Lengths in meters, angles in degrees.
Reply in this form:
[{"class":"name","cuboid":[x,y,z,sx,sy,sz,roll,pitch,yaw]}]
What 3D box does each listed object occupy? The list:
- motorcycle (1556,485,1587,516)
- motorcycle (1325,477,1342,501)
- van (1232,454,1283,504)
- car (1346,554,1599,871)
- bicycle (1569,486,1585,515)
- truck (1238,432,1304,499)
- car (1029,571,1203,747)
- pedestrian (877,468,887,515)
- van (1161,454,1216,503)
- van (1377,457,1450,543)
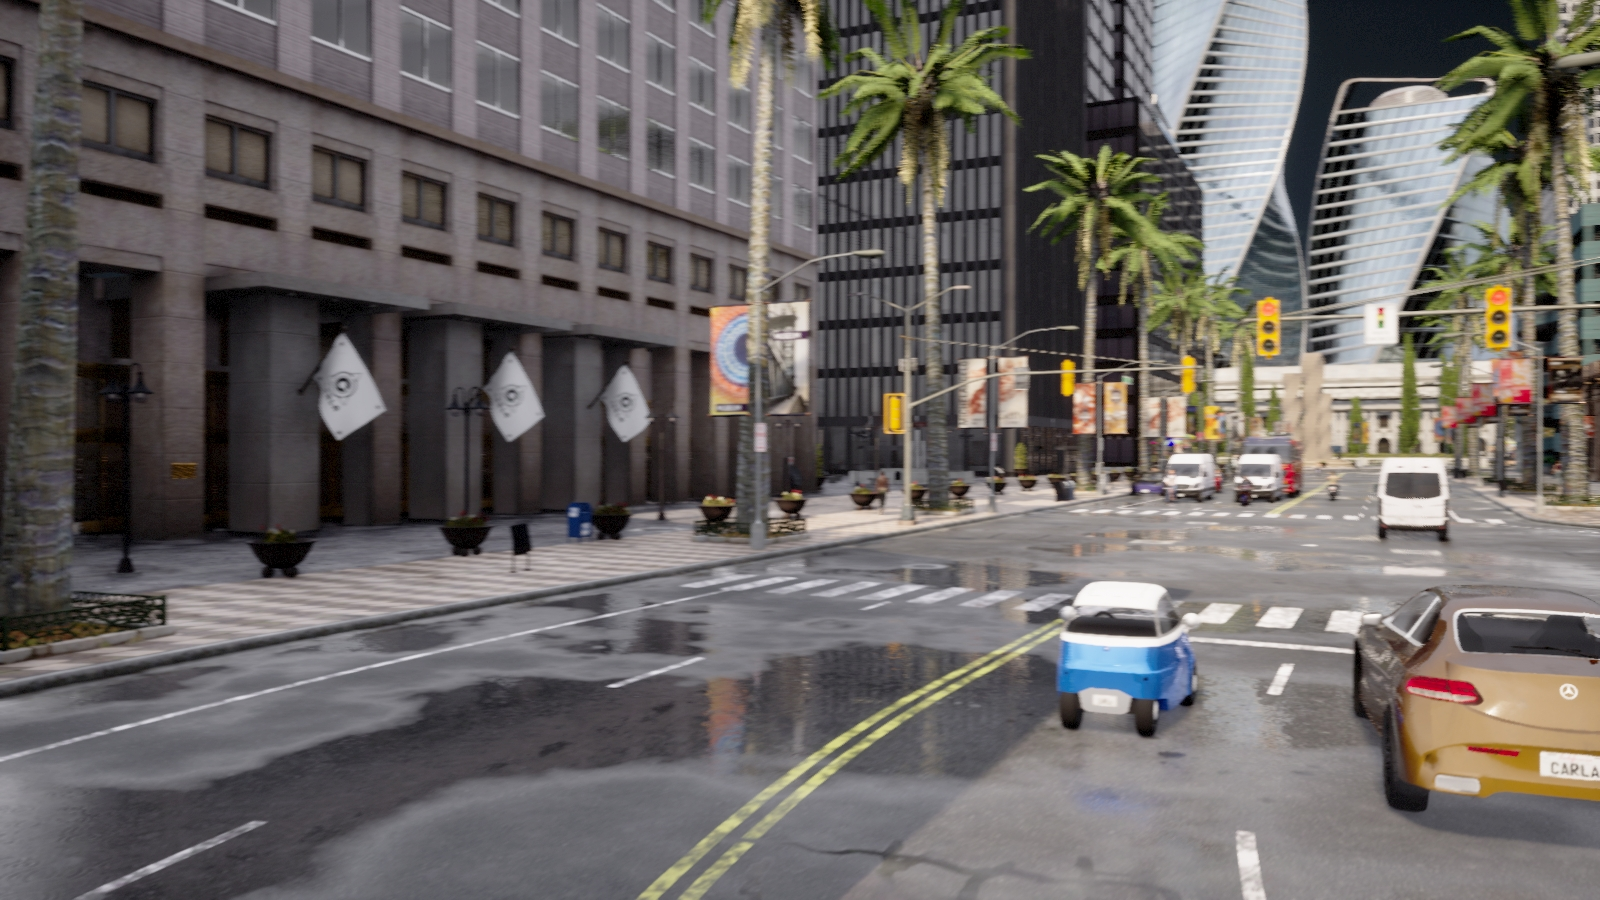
[{"class":"motorcycle","cuboid":[34.134,2.206,50.575,0.867,1.251,2.209,0,0,27]},{"class":"motorcycle","cuboid":[29.749,2.154,63.715,0.764,1.277,2.356,0,0,27]},{"class":"van","cuboid":[24.840,1.513,61.851,1.988,2.561,5.915,0,0,27]},{"class":"car","cuboid":[6.159,1.990,10.028,2.152,1.651,5.027,0,0,22]},{"class":"bicycle","cuboid":[34.080,2.208,50.131,0.373,1.196,1.643,0,0,27]},{"class":"truck","cuboid":[28.457,0.868,68.801,2.891,3.827,8.468,0,0,27]},{"class":"car","cuboid":[3.408,2.113,12.127,1.481,1.376,2.207,0,0,24]},{"class":"pedestrian","cuboid":[3.280,1.660,45.681,0.375,1.860,0.375,0,0,8]},{"class":"van","cuboid":[21.417,1.508,62.854,1.988,2.561,5.915,0,0,27]},{"class":"van","cuboid":[20.192,1.528,37.715,1.988,2.561,5.915,0,0,27]}]
